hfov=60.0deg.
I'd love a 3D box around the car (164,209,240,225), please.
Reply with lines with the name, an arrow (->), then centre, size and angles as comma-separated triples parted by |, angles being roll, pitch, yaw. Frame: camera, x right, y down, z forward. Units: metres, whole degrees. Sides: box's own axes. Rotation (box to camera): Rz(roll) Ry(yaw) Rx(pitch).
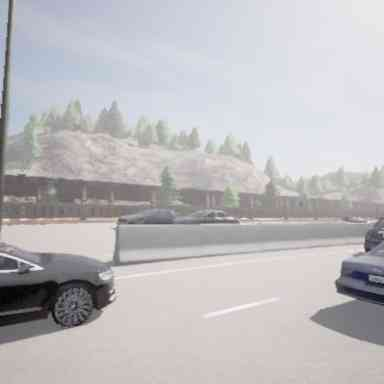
car -> 0.951, 1.945, 21.864 | 4.892, 1.490, 1.837 | 4, -2, -35

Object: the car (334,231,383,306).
car -> 5.488, 1.776, 7.660 | 5.357, 1.411, 2.033 | 3, -2, -35

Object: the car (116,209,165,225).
car -> -2.548, 1.901, 23.670 | 5.357, 1.411, 2.033 | 3, -2, -35

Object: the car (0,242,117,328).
car -> -3.685, 1.502, 5.417 | 4.902, 1.511, 2.128 | 1, 0, -35

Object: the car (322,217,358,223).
car -> 11.896, 2.559, 25.370 | 4.718, 1.301, 1.895 | 3, -2, -35

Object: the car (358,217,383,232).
car -> 9.839, 1.946, 15.063 | 4.553, 1.767, 2.097 | 3, -2, -35
